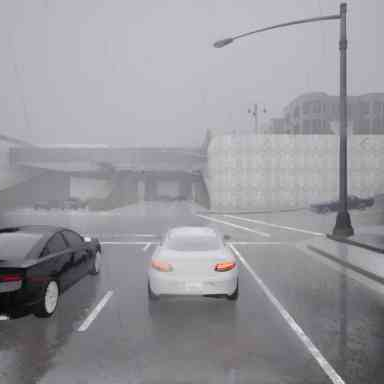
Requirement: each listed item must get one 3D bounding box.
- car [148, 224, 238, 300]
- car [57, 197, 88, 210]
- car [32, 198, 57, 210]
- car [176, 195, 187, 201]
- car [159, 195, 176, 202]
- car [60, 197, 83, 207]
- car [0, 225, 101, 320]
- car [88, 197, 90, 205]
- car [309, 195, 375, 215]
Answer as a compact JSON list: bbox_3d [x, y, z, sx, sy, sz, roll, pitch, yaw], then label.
[{"bbox_3d":[0.018,1.526,8.239,1.812,1.442,4.674,0,0,0],"label":"car"},{"bbox_3d":[-15.138,1.526,42.519,1.812,1.442,4.674,0,0,-2],"label":"car"},{"bbox_3d":[-18.659,1.547,43.083,2.033,1.411,5.357,0,0,-2],"label":"car"},{"bbox_3d":[-2.860,1.552,83.848,1.994,1.385,4.181,0,0,27],"label":"car"},{"bbox_3d":[-5.344,1.552,74.324,1.994,1.385,4.181,0,0,5],"label":"car"},{"bbox_3d":[-18.964,1.504,52.564,1.837,1.490,4.892,0,0,-2],"label":"car"},{"bbox_3d":[-3.475,1.478,7.440,1.882,1.535,5.008,0,0,0],"label":"car"},{"bbox_3d":[-15.439,1.505,51.769,1.837,1.490,4.892,0,0,-2],"label":"car"},{"bbox_3d":[12.053,1.012,27.097,4.718,1.301,1.895,-6,0,-1],"label":"car"}]
